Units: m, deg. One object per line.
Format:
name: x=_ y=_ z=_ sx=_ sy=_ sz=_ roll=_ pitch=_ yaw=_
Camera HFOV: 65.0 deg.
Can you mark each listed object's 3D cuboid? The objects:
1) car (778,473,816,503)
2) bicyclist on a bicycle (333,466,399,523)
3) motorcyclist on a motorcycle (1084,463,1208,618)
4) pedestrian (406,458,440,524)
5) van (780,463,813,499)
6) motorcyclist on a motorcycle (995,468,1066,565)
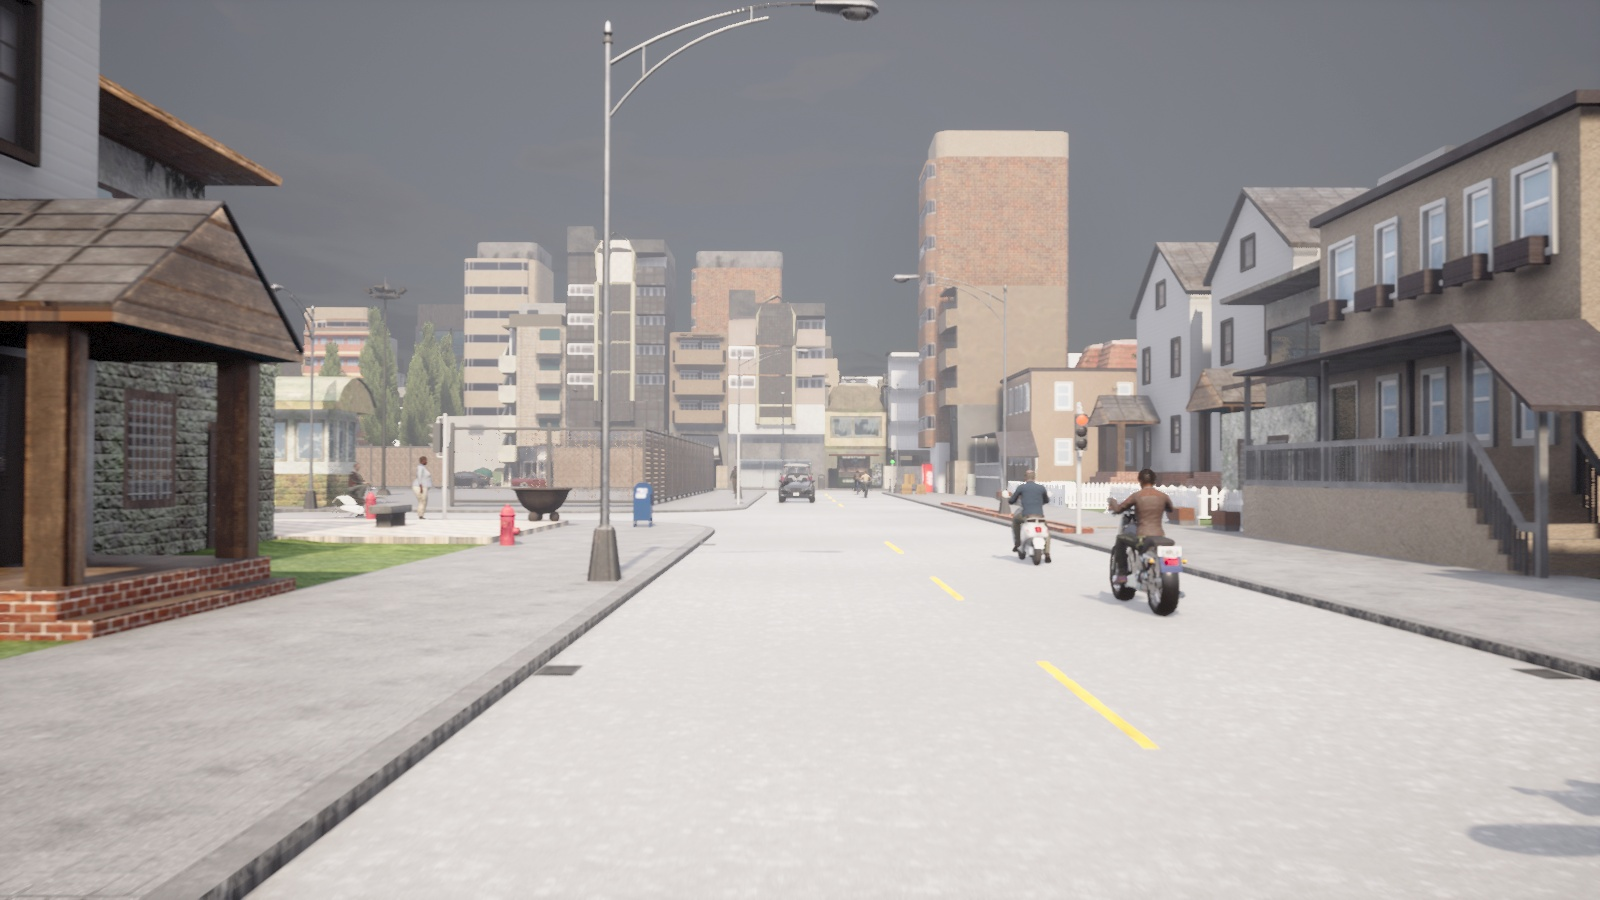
car: x=-0.118 y=1.885 z=63.008 sx=1.816 sy=1.474 sz=4.193 roll=0 pitch=-1 yaw=1
bicyclist on a bicycle: x=-13.634 y=1.401 z=39.443 sx=1.843 sy=1.776 sz=0.659 roll=0 pitch=-1 yaw=0
motorcyclist on a motorcycle: x=3.961 y=0.994 z=14.597 sx=0.766 sy=1.649 sz=2.350 roll=0 pitch=-1 yaw=0
pedestrian: x=-10.703 y=1.162 z=35.681 sx=0.900 sy=1.855 sz=0.874 roll=0 pitch=-1 yaw=-14
van: x=-0.172 y=1.769 z=71.678 sx=1.775 sy=1.987 sz=4.442 roll=0 pitch=-1 yaw=0
motorcyclist on a motorcycle: x=3.954 y=1.115 z=21.665 sx=0.866 sy=1.590 sz=1.817 roll=0 pitch=-1 yaw=0
